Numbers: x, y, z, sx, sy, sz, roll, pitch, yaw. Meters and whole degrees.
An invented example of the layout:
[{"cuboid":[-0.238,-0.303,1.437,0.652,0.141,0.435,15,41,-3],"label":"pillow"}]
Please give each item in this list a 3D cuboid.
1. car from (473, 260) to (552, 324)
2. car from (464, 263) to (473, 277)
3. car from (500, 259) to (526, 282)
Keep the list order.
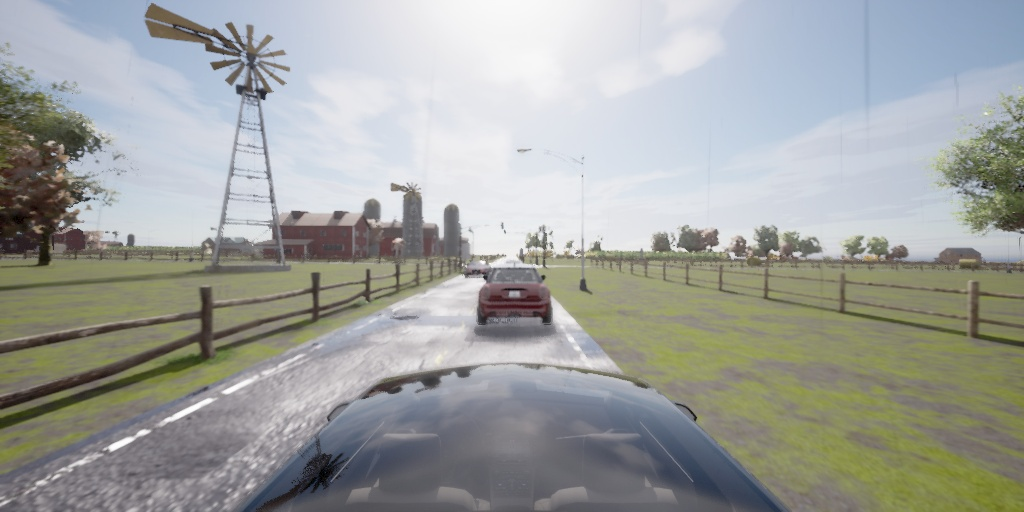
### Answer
[{"cuboid":[0.081,1.019,11.787,2.097,1.767,4.553,0,1,0],"label":"car"},{"cuboid":[-2.841,1.074,30.541,1.994,1.385,4.181,0,0,0],"label":"car"},{"cuboid":[0.080,1.044,27.020,1.837,1.490,4.892,0,0,0],"label":"car"}]
